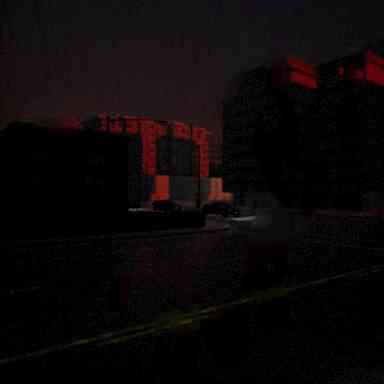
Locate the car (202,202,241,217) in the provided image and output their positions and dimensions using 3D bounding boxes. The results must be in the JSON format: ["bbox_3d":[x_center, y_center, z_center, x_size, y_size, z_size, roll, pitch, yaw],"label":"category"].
[{"bbox_3d":[2.891,1.762,34.015,1.812,1.442,4.674,1,0,-37],"label":"car"}]

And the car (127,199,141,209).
[{"bbox_3d":[-9.351,1.795,50.005,1.994,1.385,4.181,1,0,-37],"label":"car"}]

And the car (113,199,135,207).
[{"bbox_3d":[-12.333,1.869,59.955,1.895,1.301,4.718,1,0,-37],"label":"car"}]

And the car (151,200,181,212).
[{"bbox_3d":[-3.283,1.725,42.073,2.128,1.511,4.902,1,0,-37],"label":"car"}]

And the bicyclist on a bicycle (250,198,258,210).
[{"bbox_3d":[8.404,1.655,44.880,1.656,1.620,0.582,1,0,-37],"label":"bicyclist on a bicycle"}]
